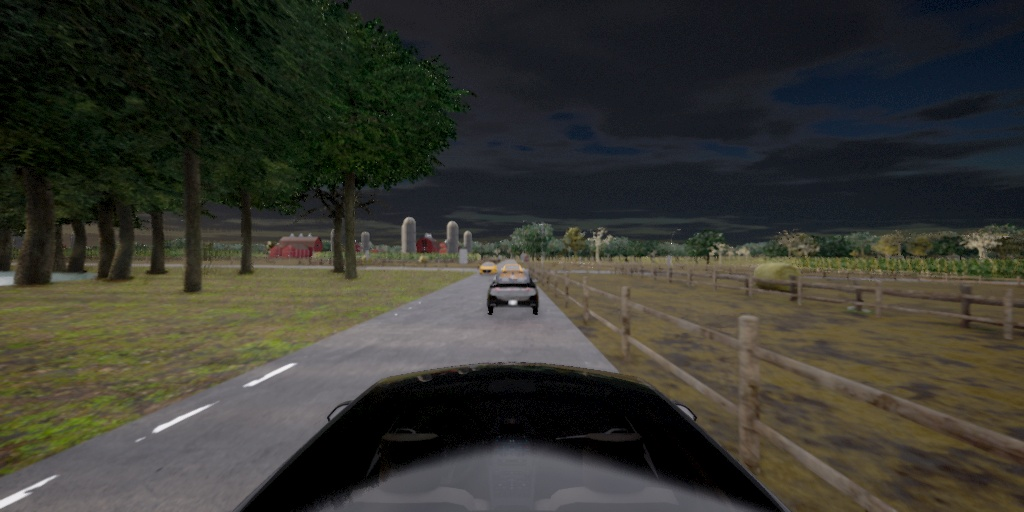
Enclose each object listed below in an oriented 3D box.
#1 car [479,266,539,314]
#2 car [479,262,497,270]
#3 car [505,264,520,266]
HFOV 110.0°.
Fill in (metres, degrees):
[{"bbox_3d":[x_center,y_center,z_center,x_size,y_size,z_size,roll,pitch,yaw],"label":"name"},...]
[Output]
[{"bbox_3d":[0.045,1.340,14.231,2.128,1.511,4.902,0,0,0],"label":"car"},{"bbox_3d":[-2.804,1.514,42.846,1.882,1.535,5.008,0,-1,0],"label":"car"},{"bbox_3d":[0.055,1.438,30.399,1.882,1.535,5.008,0,0,1],"label":"car"}]
